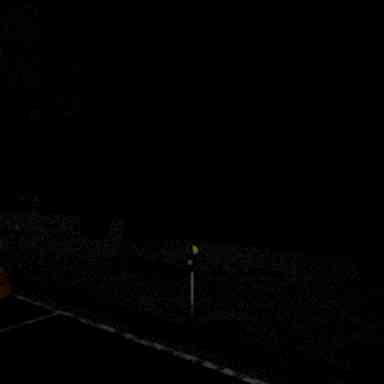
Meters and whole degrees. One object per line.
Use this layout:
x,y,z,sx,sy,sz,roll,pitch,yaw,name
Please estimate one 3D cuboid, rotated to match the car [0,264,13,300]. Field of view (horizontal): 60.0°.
-5.615,1.540,6.993,4.829,1.417,1.752,0,0,36,car
